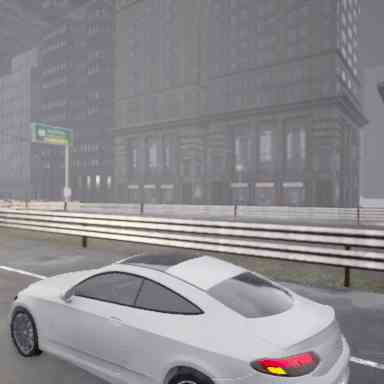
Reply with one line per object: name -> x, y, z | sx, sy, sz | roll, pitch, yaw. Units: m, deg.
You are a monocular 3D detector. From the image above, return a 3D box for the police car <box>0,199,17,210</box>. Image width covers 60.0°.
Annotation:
police car -> -26.787, 1.752, 46.228 | 5.238, 1.638, 1.930 | 0, 0, 18

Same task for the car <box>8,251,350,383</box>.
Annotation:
car -> -0.518, 1.535, 4.357 | 4.674, 1.442, 1.812 | 0, 0, 35
